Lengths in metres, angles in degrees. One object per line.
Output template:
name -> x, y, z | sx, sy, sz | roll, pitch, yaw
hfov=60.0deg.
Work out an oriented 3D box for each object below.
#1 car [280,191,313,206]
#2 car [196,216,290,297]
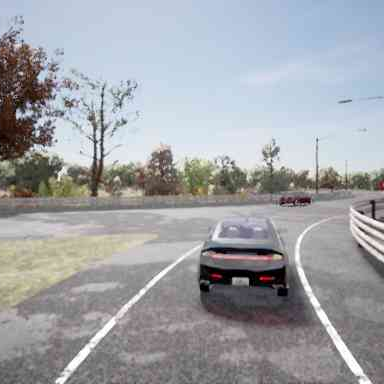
car -> 12.480, 0.684, 39.596 | 4.553, 1.767, 2.097 | -1, 1, -39
car -> 1.349, 1.358, 8.350 | 2.128, 1.511, 4.902 | 0, 1, 11
